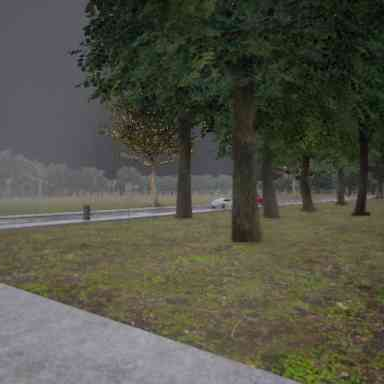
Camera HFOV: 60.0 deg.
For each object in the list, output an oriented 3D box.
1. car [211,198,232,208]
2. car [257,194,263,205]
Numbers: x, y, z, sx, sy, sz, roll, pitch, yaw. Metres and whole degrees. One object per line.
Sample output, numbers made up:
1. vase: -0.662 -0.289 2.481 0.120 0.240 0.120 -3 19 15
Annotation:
1. car: 4.485 1.621 47.762 1.812 1.442 4.674 0 0 36
2. car: 10.255 1.320 55.804 2.150 2.045 5.566 0 0 36
